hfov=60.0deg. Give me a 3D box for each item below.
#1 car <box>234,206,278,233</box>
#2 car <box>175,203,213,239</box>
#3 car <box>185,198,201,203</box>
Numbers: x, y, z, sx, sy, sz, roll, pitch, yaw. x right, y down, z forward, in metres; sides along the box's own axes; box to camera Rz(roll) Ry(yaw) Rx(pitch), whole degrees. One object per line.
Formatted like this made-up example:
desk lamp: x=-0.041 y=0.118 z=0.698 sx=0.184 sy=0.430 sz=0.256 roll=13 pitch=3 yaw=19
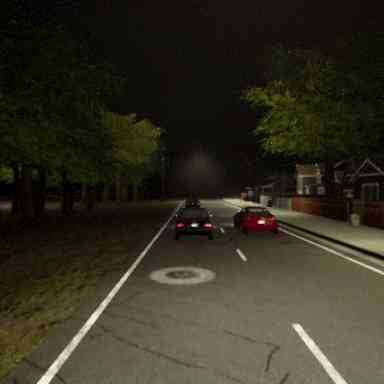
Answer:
car: x=3.601 y=1.520 z=19.294 sx=1.994 sy=1.385 sz=4.181 roll=0 pitch=0 yaw=0
car: x=0.099 y=1.511 z=17.217 sx=2.033 sy=1.411 sz=5.357 roll=0 pitch=0 yaw=0
car: x=0.099 y=1.392 z=41.260 sx=2.033 sy=1.411 sz=5.357 roll=0 pitch=0 yaw=0
